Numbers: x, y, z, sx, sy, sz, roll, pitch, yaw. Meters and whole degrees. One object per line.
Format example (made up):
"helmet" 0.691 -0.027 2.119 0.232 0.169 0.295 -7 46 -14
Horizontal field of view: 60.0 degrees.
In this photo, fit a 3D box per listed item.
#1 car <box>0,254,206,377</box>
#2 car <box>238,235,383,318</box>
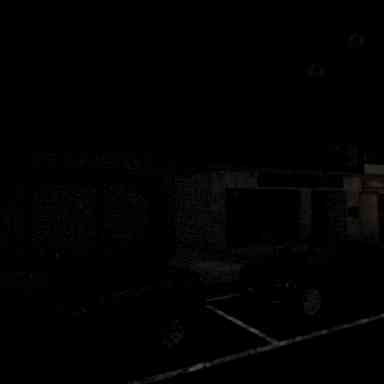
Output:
"car" -1.829 1.702 5.028 4.313 1.339 1.947 1 -2 -28
"car" 3.158 1.733 7.721 4.507 1.381 1.887 1 -2 -28
